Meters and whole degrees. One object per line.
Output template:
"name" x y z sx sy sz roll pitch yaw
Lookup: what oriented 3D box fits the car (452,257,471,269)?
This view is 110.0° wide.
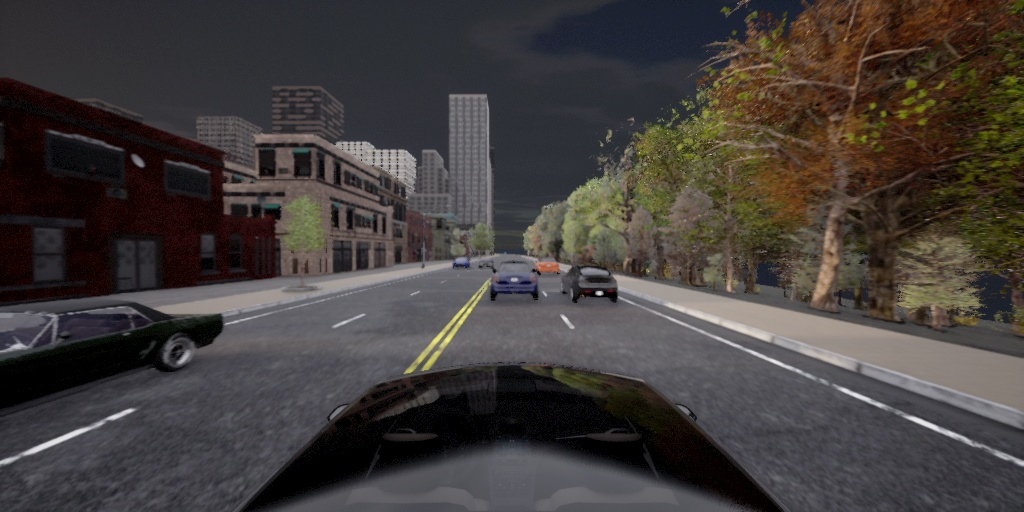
"car" -6.552 0.894 46.994 1.882 1.535 5.008 0 0 0

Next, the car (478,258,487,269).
"car" -3.304 0.980 46.968 1.994 1.385 4.181 0 0 0

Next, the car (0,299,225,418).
"car" -6.589 1.329 4.788 1.895 1.301 4.718 0 0 0

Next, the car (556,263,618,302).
"car" 3.353 1.151 16.155 1.837 1.490 4.892 0 1 0

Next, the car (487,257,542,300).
"car" 0.101 0.989 17.132 2.097 1.767 4.553 0 0 0

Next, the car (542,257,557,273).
"car" 3.345 0.857 34.852 2.097 1.767 4.553 0 0 0
